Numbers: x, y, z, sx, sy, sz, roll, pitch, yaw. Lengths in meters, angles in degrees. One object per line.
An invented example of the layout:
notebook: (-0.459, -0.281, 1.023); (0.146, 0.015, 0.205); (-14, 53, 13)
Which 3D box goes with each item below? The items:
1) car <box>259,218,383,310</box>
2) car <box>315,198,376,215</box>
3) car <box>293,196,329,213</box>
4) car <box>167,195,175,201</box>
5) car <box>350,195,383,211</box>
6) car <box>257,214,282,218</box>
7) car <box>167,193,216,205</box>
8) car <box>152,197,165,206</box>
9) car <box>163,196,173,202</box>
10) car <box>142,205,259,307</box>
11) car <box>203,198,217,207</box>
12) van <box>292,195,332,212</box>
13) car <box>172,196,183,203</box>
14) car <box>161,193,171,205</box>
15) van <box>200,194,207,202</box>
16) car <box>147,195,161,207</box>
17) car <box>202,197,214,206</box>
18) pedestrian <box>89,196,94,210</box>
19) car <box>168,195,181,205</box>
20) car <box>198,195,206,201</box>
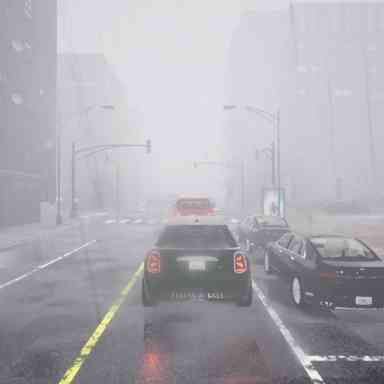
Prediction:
car: (2.831, 1.553, 7.654); (2.008, 1.369, 4.403); (1, 0, 0)
car: (13.703, 1.413, 29.856); (4.206, 1.307, 1.802); (0, 0, 0)
car: (13.589, 1.425, 35.655); (4.892, 1.490, 1.837); (0, -1, 0)
car: (-5.681, 1.603, 90.454); (1.947, 1.339, 4.313); (1, 0, 0)
car: (19.290, 1.228, 38.198); (5.009, 1.841, 2.192); (0, 0, 0)
car: (2.830, 1.555, 13.224); (2.008, 1.369, 4.403); (1, 0, 0)
car: (0.087, 1.228, 17.622); (2.150, 2.045, 5.566); (0, 0, 0)
car: (-5.680, 1.566, 57.028); (1.887, 1.381, 4.507); (1, 0, 0)
car: (-5.680, 1.598, 79.312); (1.947, 1.339, 4.313); (1, 0, 0)
car: (0.100, 1.354, 8.152); (2.097, 1.767, 4.553); (0, 0, 0)
car: (2.700, 1.585, 51.417); (1.947, 1.339, 4.313); (1, 0, 0)
van: (13.763, 1.296, 38.237); (3.998, 1.788, 1.690); (0, 0, 0)
car: (-3.001, 1.553, 70.748); (2.128, 1.511, 4.902); (0, 0, 0)
car: (-3.121, 1.240, 51.108); (2.150, 2.045, 5.566); (0, 0, 0)
van: (2.702, 1.373, 79.274); (1.690, 1.788, 3.998); (1, 0, 0)
car: (-5.676, 1.334, 51.457); (2.192, 1.841, 5.009); (1, 0, 0)
car: (2.700, 1.603, 56.988); (1.802, 1.307, 4.206); (1, 0, 0)
pedestrian: (-12.529, 1.348, 41.381); (0.375, 1.860, 0.375); (0, 0, 0)
car: (-3.069, 1.375, 60.677); (2.097, 1.767, 4.553); (0, 0, 0)
car: (2.700, 1.582, 90.414); (1.887, 1.381, 4.507); (1, 0, 0)
